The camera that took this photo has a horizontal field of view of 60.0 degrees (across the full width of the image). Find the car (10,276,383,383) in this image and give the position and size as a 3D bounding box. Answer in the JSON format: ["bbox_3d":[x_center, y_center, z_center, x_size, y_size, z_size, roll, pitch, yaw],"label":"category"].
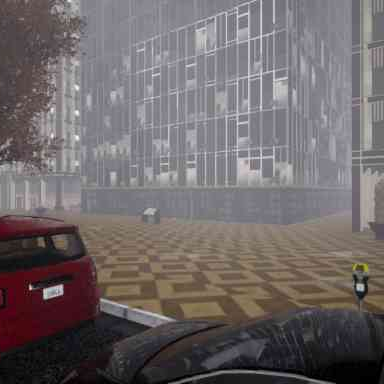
[{"bbox_3d":[0.840,1.566,2.278,4.313,1.339,1.947,0,0,36],"label":"car"}]

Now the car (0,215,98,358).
[{"bbox_3d":[-3.651,1.315,5.493,5.009,1.841,2.192,0,0,36],"label":"car"}]
